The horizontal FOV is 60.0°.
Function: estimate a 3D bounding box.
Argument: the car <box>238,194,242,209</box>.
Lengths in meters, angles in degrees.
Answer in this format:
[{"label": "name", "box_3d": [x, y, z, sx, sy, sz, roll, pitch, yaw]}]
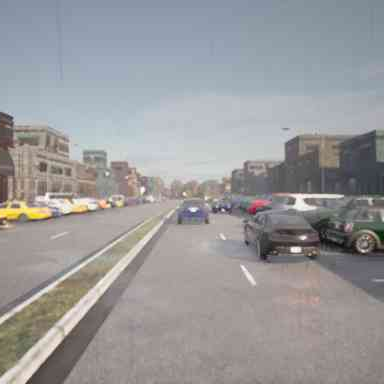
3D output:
[{"label": "car", "box_3d": [7.606, 1.132, 31.866, 5.566, 2.045, 2.435, 0, 0, 0]}]

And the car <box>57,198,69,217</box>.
[{"label": "car", "box_3d": [-12.824, 1.401, 26.696, 4.674, 1.452, 2.002, 0, 0, 0]}]

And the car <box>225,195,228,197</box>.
[{"label": "car", "box_3d": [7.660, 1.590, 48.400, 4.792, 1.488, 2.163, 0, -1, 0]}]

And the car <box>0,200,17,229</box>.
[{"label": "car", "box_3d": [-12.841, 1.389, 18.368, 5.008, 1.535, 2.097, 0, 0, 0]}]

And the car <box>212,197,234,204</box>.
[{"label": "car", "box_3d": [7.798, 2.129, 84.245, 5.366, 1.575, 1.946, 0, -1, 0]}]

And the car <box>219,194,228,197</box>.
[{"label": "car", "box_3d": [7.658, 1.385, 53.918, 5.566, 2.045, 2.435, 0, -1, 0]}]

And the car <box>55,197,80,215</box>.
[{"label": "car", "box_3d": [-12.815, 1.404, 29.353, 4.674, 1.452, 2.002, 0, 0, 0]}]

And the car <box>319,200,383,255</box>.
[{"label": "car", "box_3d": [7.607, 1.302, 12.575, 4.553, 1.767, 2.185, 0, 0, 0]}]

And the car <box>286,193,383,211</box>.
[{"label": "car", "box_3d": [7.609, 1.162, 15.332, 5.566, 2.045, 2.435, 0, 0, 0]}]

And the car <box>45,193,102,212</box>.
[{"label": "car", "box_3d": [-12.779, 1.141, 34.907, 5.566, 2.045, 2.435, 0, 0, 0]}]

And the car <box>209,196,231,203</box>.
[{"label": "car", "box_3d": [7.572, 1.988, 89.761, 5.566, 2.045, 2.435, 0, -1, 0]}]

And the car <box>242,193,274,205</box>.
[{"label": "car", "box_3d": [7.606, 1.125, 29.113, 5.566, 2.045, 2.435, 0, 0, 0]}]

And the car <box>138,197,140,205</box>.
[{"label": "car", "box_3d": [-12.789, 1.799, 62.685, 4.792, 1.488, 2.163, 0, -1, 0]}]

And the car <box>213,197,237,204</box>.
[{"label": "car", "box_3d": [7.809, 2.028, 78.731, 5.366, 1.575, 1.946, 0, -1, 0]}]

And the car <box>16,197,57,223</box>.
[{"label": "car", "box_3d": [-13.012, 1.362, 23.925, 5.366, 1.575, 1.946, 0, 0, 0]}]

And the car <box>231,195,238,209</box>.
[{"label": "car", "box_3d": [7.447, 1.420, 37.373, 5.366, 1.575, 1.946, 0, -1, 0]}]

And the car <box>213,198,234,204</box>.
[{"label": "car", "box_3d": [7.647, 2.111, 81.486, 4.792, 1.488, 2.163, 0, -1, 0]}]

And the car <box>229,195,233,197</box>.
[{"label": "car", "box_3d": [7.626, 1.486, 42.885, 5.008, 1.535, 2.097, 0, -1, 0]}]

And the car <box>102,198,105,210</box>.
[{"label": "car", "box_3d": [-12.801, 1.457, 37.680, 4.674, 1.452, 2.002, 0, -1, 0]}]

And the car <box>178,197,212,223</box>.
[{"label": "car", "box_3d": [0.095, 1.249, 24.199, 2.097, 1.767, 4.553, 0, 0, 0]}]

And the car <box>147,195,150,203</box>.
[{"label": "car", "box_3d": [-12.743, 2.000, 76.580, 4.892, 1.521, 2.231, 0, -1, 0]}]

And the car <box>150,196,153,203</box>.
[{"label": "car", "box_3d": [-12.724, 2.137, 82.134, 4.674, 1.452, 2.002, 0, -1, 0]}]

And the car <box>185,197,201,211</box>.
[{"label": "car", "box_3d": [0.092, 1.464, 41.289, 1.882, 1.535, 5.008, 0, 0, 0]}]

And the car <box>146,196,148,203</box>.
[{"label": "car", "box_3d": [-12.770, 1.981, 73.800, 4.792, 1.488, 2.163, 0, -1, 0]}]

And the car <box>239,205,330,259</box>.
[{"label": "car", "box_3d": [3.097, 1.454, 12.330, 1.837, 1.490, 4.892, 0, 0, 0]}]

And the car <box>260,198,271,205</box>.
[{"label": "car", "box_3d": [7.665, 1.407, 23.603, 4.792, 1.488, 2.163, 0, 0, 0]}]

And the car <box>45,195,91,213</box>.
[{"label": "car", "box_3d": [-12.998, 1.372, 32.127, 5.366, 1.575, 1.946, 0, 0, 0]}]

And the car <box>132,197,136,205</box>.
[{"label": "car", "box_3d": [-12.775, 1.684, 57.128, 5.008, 1.535, 2.097, 0, -1, 0]}]

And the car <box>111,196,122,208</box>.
[{"label": "car", "box_3d": [-12.795, 1.527, 46.138, 4.892, 1.521, 2.231, 0, -1, 0]}]

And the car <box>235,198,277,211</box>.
[{"label": "car", "box_3d": [7.630, 1.493, 40.131, 4.674, 1.452, 2.002, 0, -1, 0]}]

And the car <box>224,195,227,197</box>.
[{"label": "car", "box_3d": [7.628, 1.637, 51.156, 4.674, 1.452, 2.002, 0, -1, 0]}]

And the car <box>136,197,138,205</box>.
[{"label": "car", "box_3d": [-12.758, 1.728, 59.907, 4.892, 1.521, 2.231, 0, -1, 0]}]

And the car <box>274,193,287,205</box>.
[{"label": "car", "box_3d": [7.665, 1.148, 18.089, 5.566, 2.045, 2.435, 0, 0, 0]}]

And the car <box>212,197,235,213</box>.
[{"label": "car", "box_3d": [3.093, 1.526, 35.297, 1.895, 1.301, 4.718, 0, 0, 0]}]

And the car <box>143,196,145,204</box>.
[{"label": "car", "box_3d": [-12.756, 1.862, 68.368, 4.892, 1.521, 2.231, 0, -1, 0]}]

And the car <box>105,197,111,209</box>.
[{"label": "car", "box_3d": [-12.767, 1.323, 40.459, 4.553, 1.767, 2.185, 0, -1, 0]}]

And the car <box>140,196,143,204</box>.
[{"label": "car", "box_3d": [-12.750, 1.816, 65.589, 5.008, 1.535, 2.097, 0, -1, 0]}]

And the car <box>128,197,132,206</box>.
[{"label": "car", "box_3d": [-12.745, 1.673, 54.349, 4.792, 1.488, 2.163, 0, -1, 0]}]

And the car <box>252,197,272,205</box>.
[{"label": "car", "box_3d": [7.630, 1.371, 26.355, 5.008, 1.535, 2.097, 0, 0, 0]}]

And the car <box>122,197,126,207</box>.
[{"label": "car", "box_3d": [-12.969, 1.562, 48.917, 5.366, 1.575, 1.946, 0, -1, 0]}]

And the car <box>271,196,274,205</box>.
[{"label": "car", "box_3d": [7.667, 1.260, 20.845, 4.553, 1.767, 2.185, 0, 0, 0]}]

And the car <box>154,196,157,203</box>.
[{"label": "car", "box_3d": [-12.745, 1.950, 87.822, 5.566, 2.045, 2.435, 0, -1, 0]}]

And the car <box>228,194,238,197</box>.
[{"label": "car", "box_3d": [7.662, 1.398, 45.645, 4.553, 1.767, 2.185, 0, -1, 0]}]

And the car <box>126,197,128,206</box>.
[{"label": "car", "box_3d": [-12.752, 1.478, 51.580, 4.553, 1.767, 2.185, 0, -1, 0]}]
